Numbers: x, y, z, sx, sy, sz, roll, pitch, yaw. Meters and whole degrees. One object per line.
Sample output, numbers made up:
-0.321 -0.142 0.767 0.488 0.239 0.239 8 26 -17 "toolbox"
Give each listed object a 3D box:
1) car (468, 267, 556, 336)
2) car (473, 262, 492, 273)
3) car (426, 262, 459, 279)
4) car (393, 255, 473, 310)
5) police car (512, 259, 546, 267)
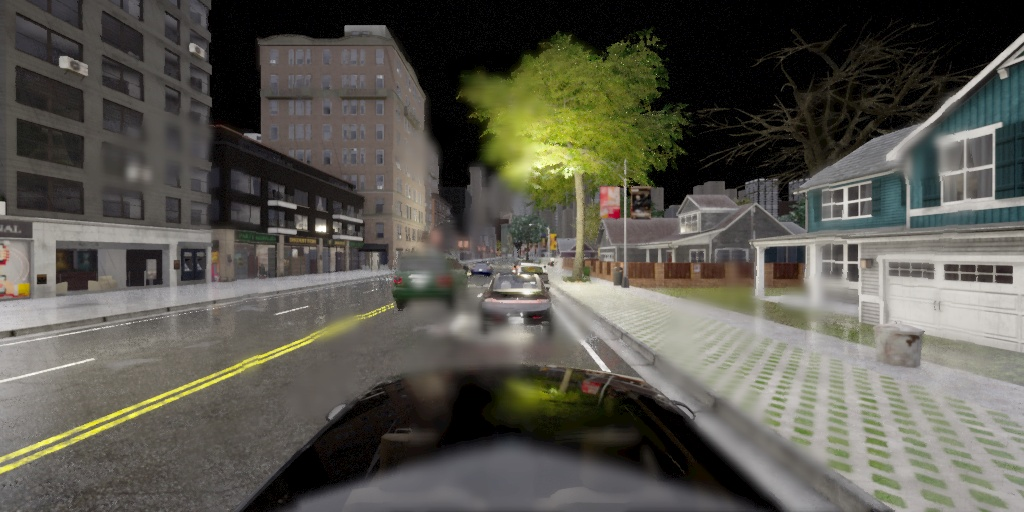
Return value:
0.138 1.239 10.427 2.128 1.511 4.902 0 0 0 "car"
-2.994 1.290 36.207 1.994 1.385 4.181 0 0 0 "car"
-6.455 1.276 33.822 2.033 1.411 5.357 0 0 0 "car"
-3.092 0.967 14.709 2.150 2.045 5.566 0 0 0 "car"
1.061 1.166 20.676 1.930 1.638 5.238 0 0 0 "police car"
